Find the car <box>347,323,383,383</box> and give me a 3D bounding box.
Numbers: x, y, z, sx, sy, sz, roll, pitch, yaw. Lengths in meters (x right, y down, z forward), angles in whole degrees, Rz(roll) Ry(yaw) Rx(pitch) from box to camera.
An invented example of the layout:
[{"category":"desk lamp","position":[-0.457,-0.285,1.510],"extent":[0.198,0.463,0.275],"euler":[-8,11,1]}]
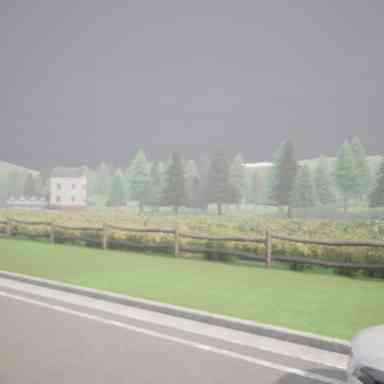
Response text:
[{"category":"car","position":[3.781,1.703,2.588],"extent":[4.674,1.442,1.812],"euler":[-1,-3,31]}]
